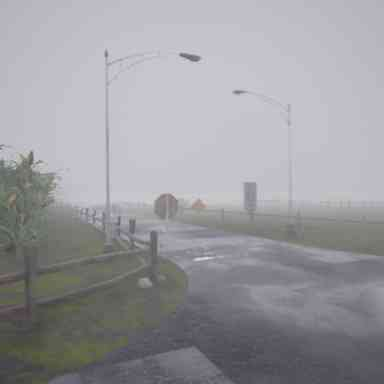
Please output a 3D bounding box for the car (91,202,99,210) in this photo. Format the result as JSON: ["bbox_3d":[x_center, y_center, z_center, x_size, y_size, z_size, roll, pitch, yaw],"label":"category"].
[{"bbox_3d":[-15.314,2.313,54.570,1.812,1.442,4.674,-1,-1,-25],"label":"car"}]

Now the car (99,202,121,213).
[{"bbox_3d":[-11.035,2.145,45.331,1.837,1.490,4.892,-1,-1,-24],"label":"car"}]

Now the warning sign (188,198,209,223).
[{"bbox_3d":[0.506,1.406,25.869,1.300,1.860,1.060,-1,-1,-25],"label":"warning sign"}]

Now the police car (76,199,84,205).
[{"bbox_3d":[-30.008,2.739,88.992,1.930,1.638,5.238,-1,-1,-25],"label":"police car"}]
